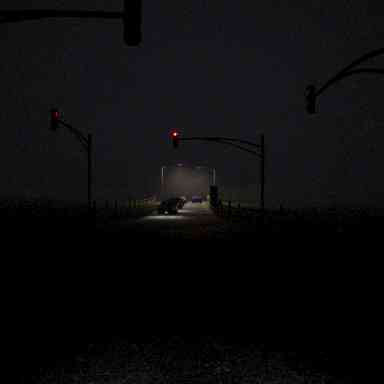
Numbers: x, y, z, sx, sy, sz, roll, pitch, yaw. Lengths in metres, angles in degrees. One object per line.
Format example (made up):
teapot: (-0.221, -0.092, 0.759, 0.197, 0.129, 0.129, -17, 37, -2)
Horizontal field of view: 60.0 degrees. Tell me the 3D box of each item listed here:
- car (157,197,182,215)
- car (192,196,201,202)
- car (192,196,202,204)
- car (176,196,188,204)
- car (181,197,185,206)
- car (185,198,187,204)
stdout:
car: (-2.414, 1.553, 34.180, 2.033, 1.411, 5.357, 0, 0, 0)
car: (1.065, 1.617, 75.951, 1.895, 1.301, 4.718, 0, 0, 1)
car: (1.007, 1.495, 65.918, 1.882, 1.535, 5.008, 0, 0, 1)
car: (-1.924, 1.581, 63.810, 1.994, 1.385, 4.181, 0, 0, 2)
car: (-2.265, 1.514, 43.957, 1.837, 1.490, 4.892, 0, 0, 1)
car: (-2.122, 1.560, 53.805, 2.033, 1.411, 5.357, 0, 0, 1)
